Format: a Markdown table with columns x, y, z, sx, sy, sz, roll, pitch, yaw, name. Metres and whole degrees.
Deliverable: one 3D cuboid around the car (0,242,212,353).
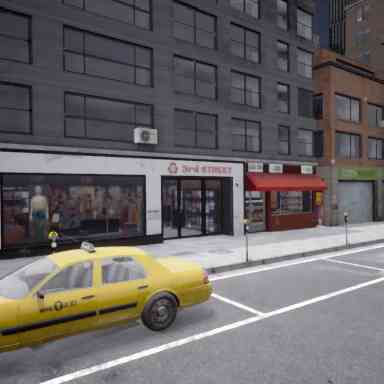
| x | y | z | sx | sy | sz | roll | pitch | yaw | name |
| --- | --- | --- | --- | --- | --- | --- | --- | --- | --- |
| -1.919 | 1.525 | 5.289 | 4.829 | 1.417 | 1.752 | 0 | -1 | -35 | car |
